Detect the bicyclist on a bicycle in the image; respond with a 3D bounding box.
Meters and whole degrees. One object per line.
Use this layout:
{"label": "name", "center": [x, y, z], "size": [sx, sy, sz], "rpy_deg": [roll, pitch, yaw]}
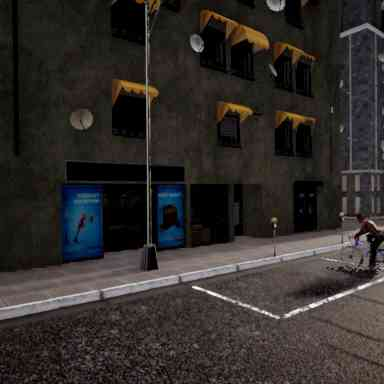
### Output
{"label": "bicyclist on a bicycle", "center": [4.995, 1.452, 9.462], "size": [0.582, 1.620, 1.656], "rpy_deg": [0, -2, -38]}
